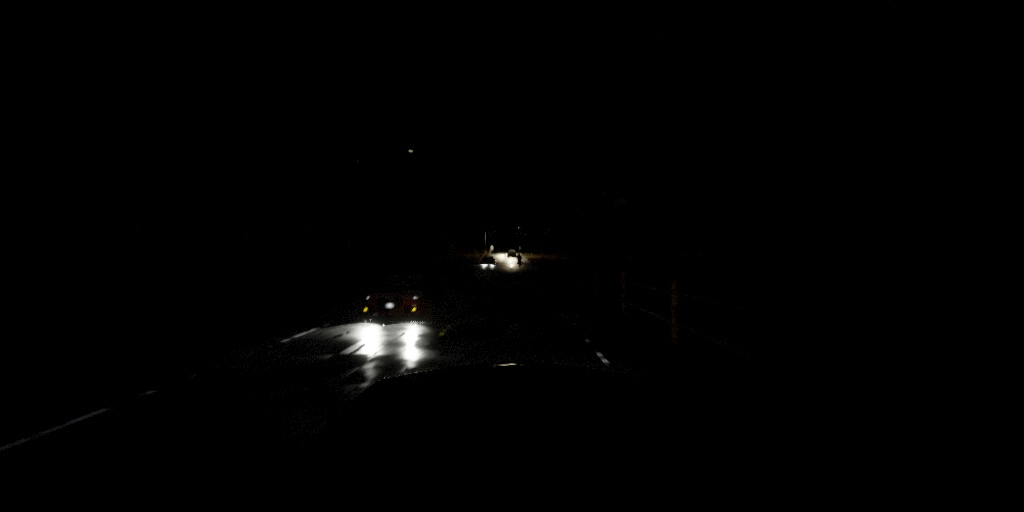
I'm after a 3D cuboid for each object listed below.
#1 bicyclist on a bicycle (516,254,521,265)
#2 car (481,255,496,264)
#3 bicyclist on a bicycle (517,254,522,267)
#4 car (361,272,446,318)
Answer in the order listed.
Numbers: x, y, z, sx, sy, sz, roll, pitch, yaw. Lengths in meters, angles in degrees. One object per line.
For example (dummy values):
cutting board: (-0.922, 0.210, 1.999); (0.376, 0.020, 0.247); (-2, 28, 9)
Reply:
bicyclist on a bicycle: (0.940, 0.504, 52.761); (0.582, 1.620, 1.656); (0, 1, 0)
car: (-3.579, 0.545, 55.172); (1.994, 1.385, 4.181); (0, 2, 0)
bicyclist on a bicycle: (0.943, 0.644, 43.842); (0.659, 1.776, 1.843); (0, 1, 0)
car: (-3.603, 1.255, 12.534); (1.994, 1.385, 4.181); (0, 0, 0)
